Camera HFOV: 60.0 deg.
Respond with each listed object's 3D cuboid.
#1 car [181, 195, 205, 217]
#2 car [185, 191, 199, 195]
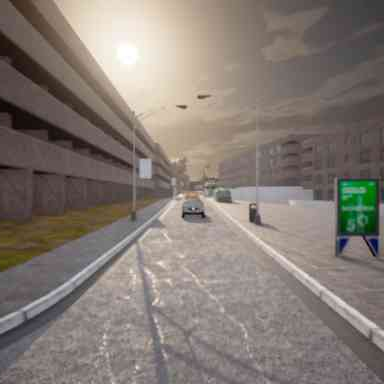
[{"bbox_3d":[0.099,1.262,27.327,2.033,1.411,5.357,0,1,0],"label":"car"},{"bbox_3d":[0.061,0.585,50.962,2.097,1.767,4.553,0,1,0],"label":"car"}]
